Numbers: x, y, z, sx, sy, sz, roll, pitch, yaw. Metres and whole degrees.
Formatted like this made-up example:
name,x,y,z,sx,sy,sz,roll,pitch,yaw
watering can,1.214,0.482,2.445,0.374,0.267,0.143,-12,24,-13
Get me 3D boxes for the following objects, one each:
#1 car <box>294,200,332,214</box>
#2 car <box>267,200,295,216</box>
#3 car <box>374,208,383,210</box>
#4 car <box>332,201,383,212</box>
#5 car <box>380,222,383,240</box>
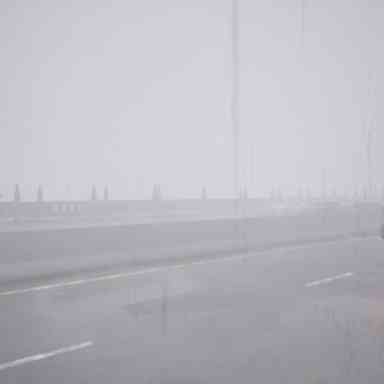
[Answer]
name,x,y,z,sx,sy,sz,roll,pitch,yaw
car,11.475,1.494,28.988,4.892,1.490,1.837,0,0,-34
car,9.277,1.514,31.728,4.674,1.442,1.812,0,0,-34
car,10.636,1.557,15.482,4.181,1.385,1.994,0,0,-34
car,13.449,1.494,26.098,4.892,1.490,1.837,0,0,-34
car,6.945,1.521,8.677,4.674,1.442,1.812,0,0,-35
